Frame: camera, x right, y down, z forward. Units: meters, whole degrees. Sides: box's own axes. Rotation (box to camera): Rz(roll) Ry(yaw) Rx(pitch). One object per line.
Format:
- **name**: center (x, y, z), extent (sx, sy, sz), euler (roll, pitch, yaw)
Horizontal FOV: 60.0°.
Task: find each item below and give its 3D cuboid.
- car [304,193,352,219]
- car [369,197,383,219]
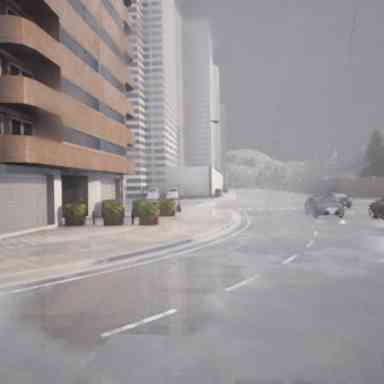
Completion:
- **car**: center (9.179, 0.967, 23.350), extent (2.128, 1.511, 4.902), euler (-1, 1, 9)
- **car**: center (12.076, 0.822, 19.410), extent (2.097, 1.767, 4.553), euler (-1, 1, 10)
